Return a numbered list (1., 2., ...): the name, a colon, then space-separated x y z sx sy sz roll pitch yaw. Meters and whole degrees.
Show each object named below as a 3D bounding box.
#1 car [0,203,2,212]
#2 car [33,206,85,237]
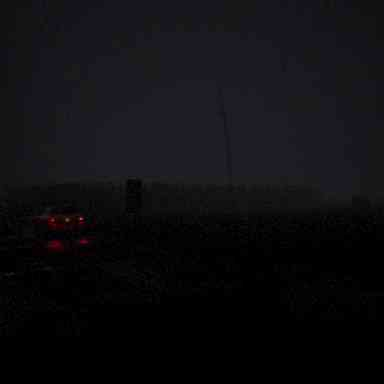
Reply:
1. car: -31.072 2.197 51.969 2.097 1.767 4.553 -1 0 -34
2. car: -8.254 1.617 20.429 2.097 1.767 4.553 -1 0 -36
